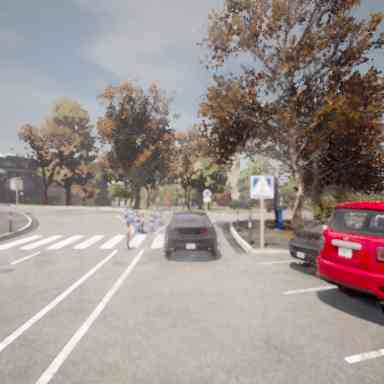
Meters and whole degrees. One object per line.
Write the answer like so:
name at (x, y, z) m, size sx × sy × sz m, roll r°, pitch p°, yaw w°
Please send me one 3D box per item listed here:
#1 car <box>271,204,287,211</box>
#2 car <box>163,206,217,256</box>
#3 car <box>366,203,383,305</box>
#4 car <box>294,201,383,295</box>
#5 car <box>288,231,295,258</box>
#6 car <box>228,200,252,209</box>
car at (18.242, 3.264, 71.894) m, size 1.837 × 1.490 × 4.892 m, roll 0°, pitch 0°, yaw -29°
car at (-0.061, 1.505, 13.120) m, size 1.837 × 1.490 × 4.892 m, roll 0°, pitch 0°, yaw -1°
car at (5.294, 1.241, 4.068) m, size 5.566 × 2.045 × 2.435 m, roll 1°, pitch 0°, yaw -21°
car at (5.318, 1.241, 7.070) m, size 5.566 × 2.045 × 2.435 m, roll 1°, pitch 0°, yaw -21°
car at (5.246, 1.493, 10.030) m, size 4.892 × 1.521 × 2.231 m, roll 1°, pitch 0°, yaw -21°
car at (11.506, 3.020, 79.884) m, size 5.566 × 2.045 × 2.150 m, roll 0°, pitch 0°, yaw 31°
